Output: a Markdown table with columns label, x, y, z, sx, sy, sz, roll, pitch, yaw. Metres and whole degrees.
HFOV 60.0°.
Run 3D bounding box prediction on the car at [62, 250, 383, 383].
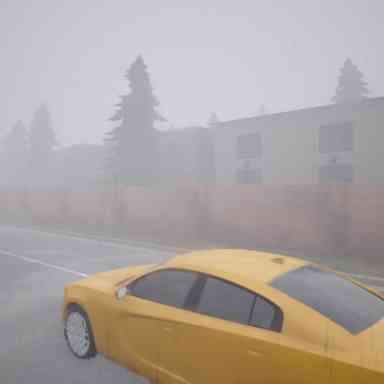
| label | x | y | z | sx | sy | sz | roll | pitch | yaw |
| --- | --- | --- | --- | --- | --- | --- | --- | --- | --- |
| car | 0.294 | 1.476 | 4.121 | 5.008 | 1.535 | 1.882 | 0 | 0 | 40 |
